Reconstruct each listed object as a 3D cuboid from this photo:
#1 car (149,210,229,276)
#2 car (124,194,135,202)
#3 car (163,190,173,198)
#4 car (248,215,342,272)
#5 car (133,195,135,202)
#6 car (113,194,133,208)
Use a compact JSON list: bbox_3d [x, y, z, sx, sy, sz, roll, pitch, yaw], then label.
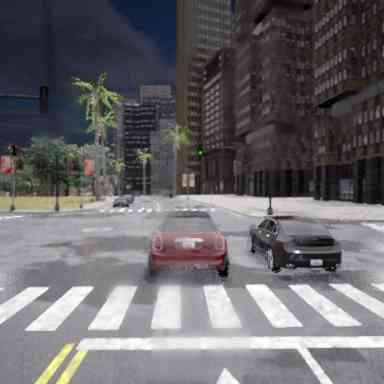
[{"bbox_3d":[-0.139,1.368,10.545,2.097,1.767,4.553,0,0,-2],"label":"car"},{"bbox_3d":[-12.003,1.122,63.721,1.994,1.385,4.181,0,1,-10],"label":"car"},{"bbox_3d":[-6.155,0.561,84.715,2.150,2.045,5.566,0,1,-12],"label":"car"},{"bbox_3d":[3.111,1.523,10.913,1.837,1.490,4.892,0,1,-2],"label":"car"},{"bbox_3d":[-10.540,1.156,53.808,2.128,1.511,4.902,0,1,-8],"label":"car"},{"bbox_3d":[-9.343,1.328,44.191,1.994,1.385,4.181,0,1,-7],"label":"car"}]
